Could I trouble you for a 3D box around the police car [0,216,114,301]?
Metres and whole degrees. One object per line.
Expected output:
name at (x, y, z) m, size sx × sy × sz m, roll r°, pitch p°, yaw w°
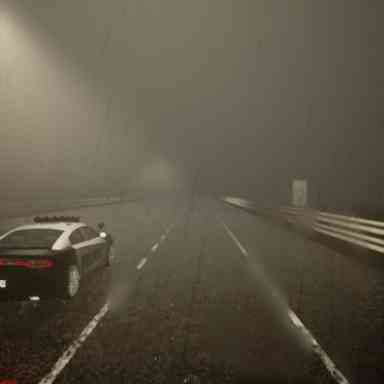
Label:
police car at (-3.370, 1.430, 8.510) m, size 1.930 × 1.638 × 5.238 m, roll 0°, pitch 0°, yaw 1°
